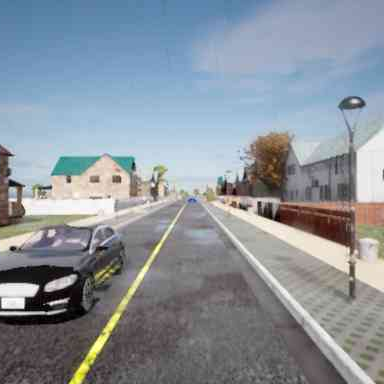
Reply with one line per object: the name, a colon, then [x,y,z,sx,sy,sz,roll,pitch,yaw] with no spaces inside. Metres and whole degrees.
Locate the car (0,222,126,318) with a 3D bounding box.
car: [-2.825,1.500,7.725,2.128,1.511,4.902,0,0,0]

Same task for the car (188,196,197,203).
car: [0.010,1.767,75.757,1.882,1.535,5.008,0,0,0]
